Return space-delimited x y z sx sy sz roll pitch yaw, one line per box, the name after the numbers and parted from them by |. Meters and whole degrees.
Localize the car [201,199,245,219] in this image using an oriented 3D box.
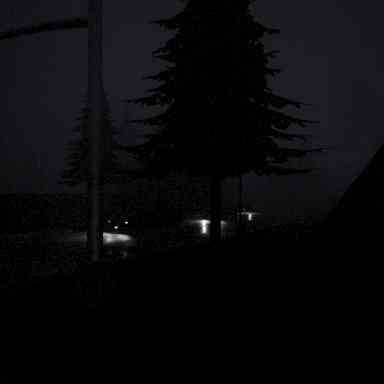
2.671 1.547 29.261 2.033 1.411 5.357 0 0 26 | car

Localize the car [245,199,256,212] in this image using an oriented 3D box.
6.439 1.547 38.998 2.033 1.411 5.357 0 0 16 | car

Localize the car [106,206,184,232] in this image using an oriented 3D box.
-2.648 1.547 20.392 2.033 1.411 5.357 0 0 35 | car
